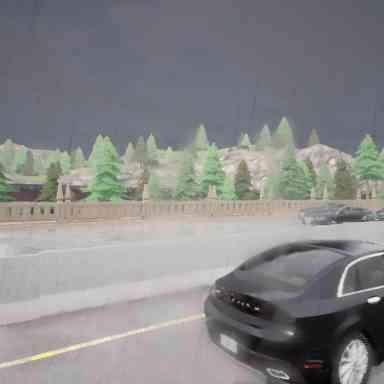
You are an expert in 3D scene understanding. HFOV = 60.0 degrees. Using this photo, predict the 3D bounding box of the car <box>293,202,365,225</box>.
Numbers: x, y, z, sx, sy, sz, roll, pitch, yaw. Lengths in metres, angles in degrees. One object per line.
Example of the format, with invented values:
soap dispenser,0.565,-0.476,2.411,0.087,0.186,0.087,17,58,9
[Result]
car,10.313,1.539,25.035,4.902,1.511,2.128,0,0,-22

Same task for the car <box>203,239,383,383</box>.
car,2.477,1.508,5.147,4.892,1.490,1.837,0,0,-32

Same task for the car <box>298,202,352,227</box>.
car,9.114,1.526,20.706,4.902,1.511,2.128,0,0,-24

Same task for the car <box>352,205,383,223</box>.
car,11.232,1.379,17.804,4.553,1.767,2.097,0,0,-23
